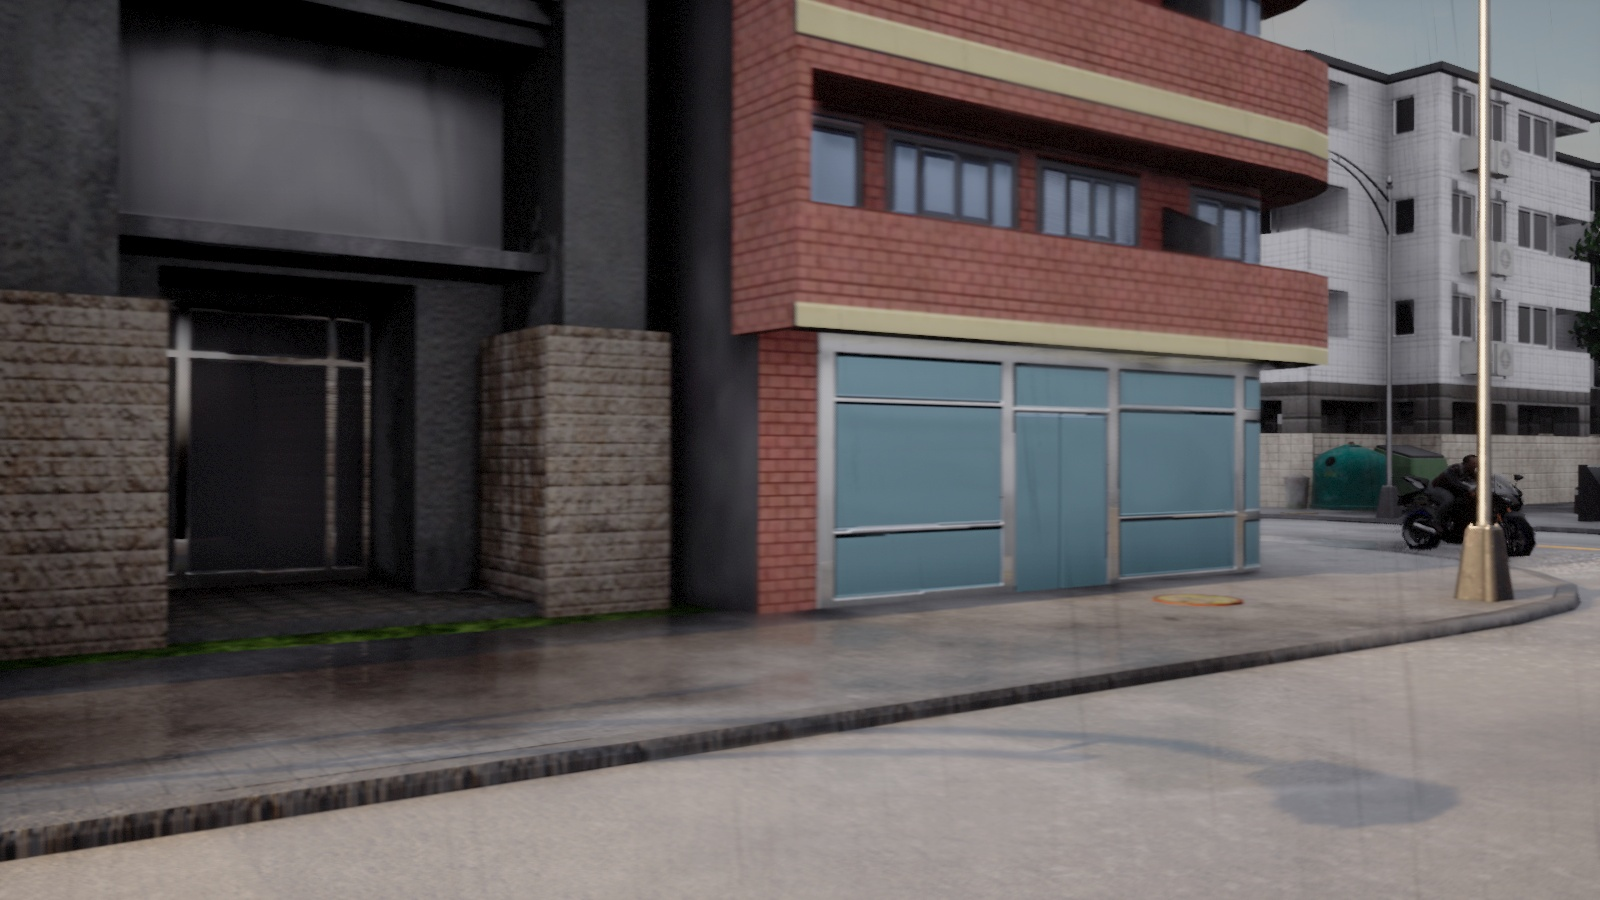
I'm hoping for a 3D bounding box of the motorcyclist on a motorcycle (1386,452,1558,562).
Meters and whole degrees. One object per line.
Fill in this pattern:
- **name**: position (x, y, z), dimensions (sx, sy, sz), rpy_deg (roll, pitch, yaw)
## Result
- **motorcyclist on a motorcycle**: position (10.054, 0.806, 18.893), dimensions (0.866, 1.530, 2.191), rpy_deg (-1, 0, -24)
